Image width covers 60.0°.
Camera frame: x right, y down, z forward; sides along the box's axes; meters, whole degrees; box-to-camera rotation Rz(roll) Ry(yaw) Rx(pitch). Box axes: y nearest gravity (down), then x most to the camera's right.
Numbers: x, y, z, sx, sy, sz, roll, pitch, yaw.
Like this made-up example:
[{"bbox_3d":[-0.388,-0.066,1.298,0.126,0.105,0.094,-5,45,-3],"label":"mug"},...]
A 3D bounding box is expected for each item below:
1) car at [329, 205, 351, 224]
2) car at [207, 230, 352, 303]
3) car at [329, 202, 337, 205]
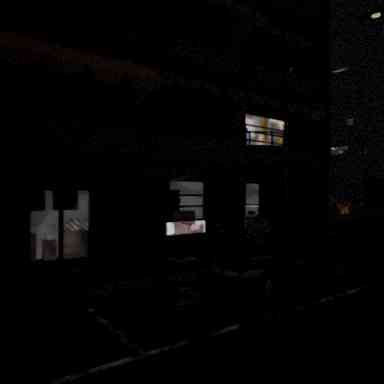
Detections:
[{"bbox_3d":[11.452,2.083,29.391,1.752,1.417,4.829,-1,-1,-36],"label":"car"},{"bbox_3d":[2.329,1.644,8.280,4.206,1.307,1.802,1,0,-35],"label":"car"},{"bbox_3d":[14.741,2.043,39.066,2.192,1.841,5.009,-1,-1,-36],"label":"car"}]
